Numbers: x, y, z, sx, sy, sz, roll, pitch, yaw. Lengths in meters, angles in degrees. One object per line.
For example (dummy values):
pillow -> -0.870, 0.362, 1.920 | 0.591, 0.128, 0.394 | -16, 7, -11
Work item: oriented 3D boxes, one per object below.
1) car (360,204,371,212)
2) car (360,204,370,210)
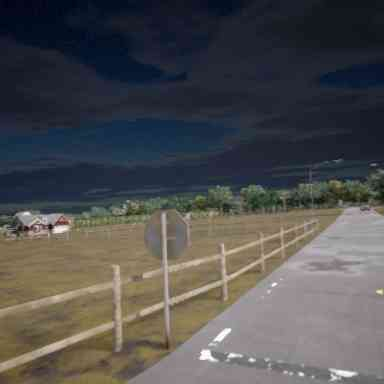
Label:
car -> 39.575, 3.742, 75.747 | 1.895, 1.301, 4.718 | -4, -3, 26
car -> 44.052, 3.757, 84.829 | 1.994, 1.385, 4.181 | -4, -3, 26
